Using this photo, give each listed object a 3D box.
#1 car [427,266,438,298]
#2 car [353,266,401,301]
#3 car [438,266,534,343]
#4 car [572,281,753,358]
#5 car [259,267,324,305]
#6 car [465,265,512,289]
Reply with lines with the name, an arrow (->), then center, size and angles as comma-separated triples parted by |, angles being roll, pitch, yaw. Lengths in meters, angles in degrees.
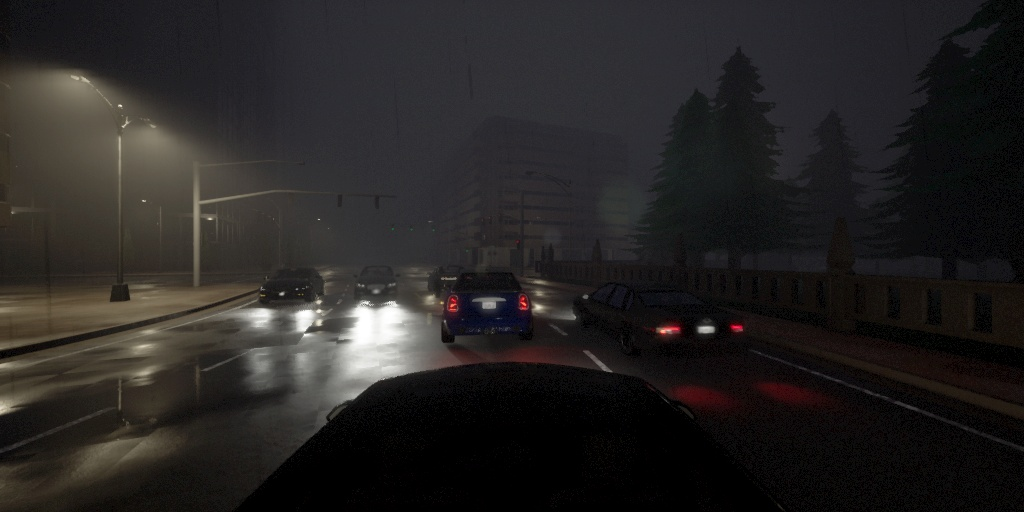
car -> -3.271, 1.242, 18.652 | 2.128, 1.511, 4.902 | 0, 0, -19
car -> -6.533, 1.242, 17.447 | 2.128, 1.511, 4.902 | 0, 0, -19
car -> -0.807, 1.102, 9.972 | 2.097, 1.767, 4.553 | 0, 0, -8
car -> 3.000, 1.298, 8.572 | 2.033, 1.411, 5.357 | 0, 0, -7
car -> -9.846, 1.256, 16.356 | 1.837, 1.490, 4.892 | 0, 0, -20
car -> -1.710, 1.351, 24.430 | 1.895, 1.301, 4.718 | 0, 0, -21
